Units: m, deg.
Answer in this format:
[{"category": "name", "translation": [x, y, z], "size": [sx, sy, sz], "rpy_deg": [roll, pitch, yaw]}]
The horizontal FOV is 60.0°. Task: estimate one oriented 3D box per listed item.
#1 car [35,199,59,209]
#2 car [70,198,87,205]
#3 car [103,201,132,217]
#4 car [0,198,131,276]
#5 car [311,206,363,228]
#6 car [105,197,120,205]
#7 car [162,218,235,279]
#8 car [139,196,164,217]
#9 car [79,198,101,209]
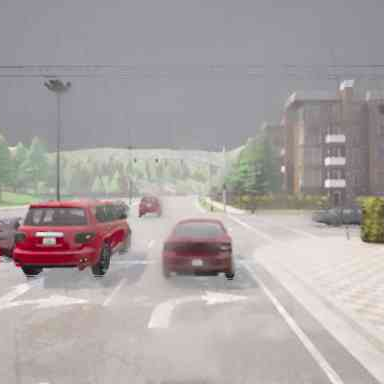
[{"category": "car", "translation": [-23.400, 1.873, 53.782], "size": [1.812, 1.442, 4.674], "rpy_deg": [0, 0, 0]}, {"category": "car", "translation": [-23.410, 1.967, 68.838], "size": [1.812, 1.442, 4.674], "rpy_deg": [0, 0, 0]}, {"category": "car", "translation": [-7.710, 1.716, 34.985], "size": [2.128, 1.511, 4.902], "rpy_deg": [0, 0, -2]}, {"category": "car", "translation": [-3.443, 1.291, 10.688], "size": [2.150, 2.045, 5.566], "rpy_deg": [0, 0, 0]}, {"category": "car", "translation": [11.048, 1.692, 22.823], "size": [5.357, 1.411, 2.033], "rpy_deg": [0, 0, 5]}, {"category": "car", "translation": [-16.411, 1.921, 69.131], "size": [1.882, 1.535, 5.008], "rpy_deg": [0, 0, 0]}, {"category": "car", "translation": [0.273, 1.545, 10.351], "size": [1.882, 1.535, 5.008], "rpy_deg": [0, 0, 3]}, {"category": "car", "translation": [-4.162, 1.440, 34.060], "size": [2.150, 2.045, 5.566], "rpy_deg": [0, 0, -3]}, {"category": "car", "translation": [-16.406, 1.837, 53.881], "size": [2.128, 1.511, 4.902], "rpy_deg": [0, 0, 0]}]
